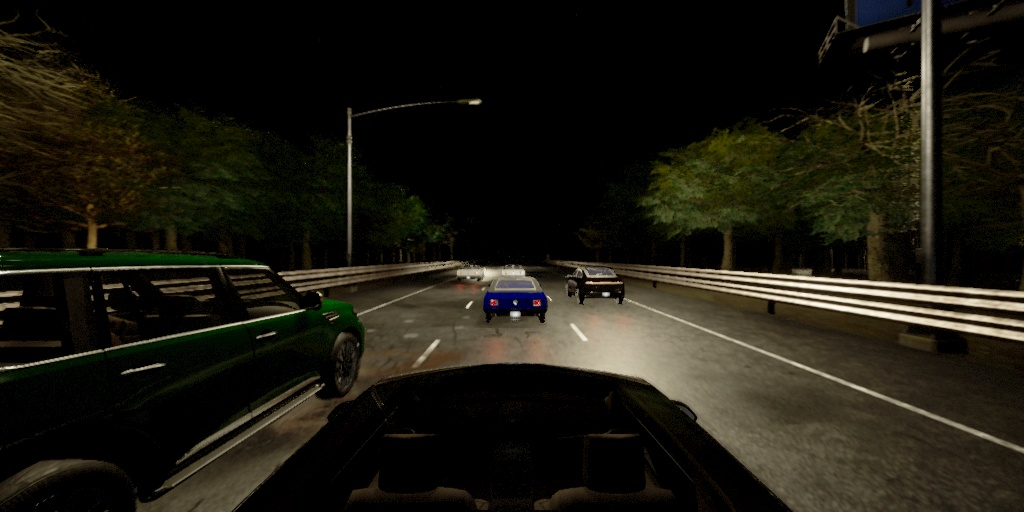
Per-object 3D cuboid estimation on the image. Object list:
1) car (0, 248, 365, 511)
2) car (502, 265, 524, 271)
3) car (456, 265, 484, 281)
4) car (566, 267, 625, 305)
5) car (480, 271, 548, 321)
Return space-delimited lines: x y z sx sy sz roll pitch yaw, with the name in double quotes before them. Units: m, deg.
"car" -3.402 0.973 3.343 2.150 2.045 5.566 0 0 0
"car" 0.096 1.396 30.110 1.895 1.301 4.718 0 0 0
"car" -3.411 1.396 30.184 1.895 1.301 4.718 0 0 0
"car" 3.596 1.252 16.133 2.128 1.511 4.902 0 0 0
"car" 0.099 1.358 12.389 1.895 1.301 4.718 0 0 0
